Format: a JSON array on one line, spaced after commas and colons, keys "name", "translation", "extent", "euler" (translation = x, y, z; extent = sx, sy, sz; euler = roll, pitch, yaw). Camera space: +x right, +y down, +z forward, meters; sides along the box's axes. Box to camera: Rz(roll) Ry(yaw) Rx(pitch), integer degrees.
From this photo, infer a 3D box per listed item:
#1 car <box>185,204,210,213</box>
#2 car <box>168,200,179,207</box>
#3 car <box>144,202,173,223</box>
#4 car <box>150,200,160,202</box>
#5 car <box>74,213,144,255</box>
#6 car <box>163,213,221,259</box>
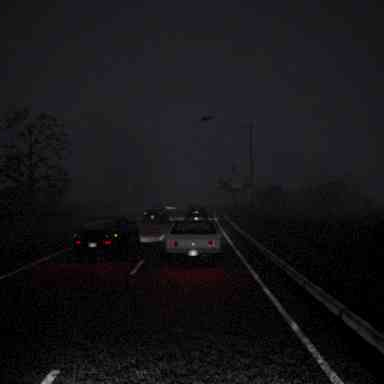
[{"name": "car", "translation": [0.433, 1.812, 28.287], "extent": [1.837, 1.490, 4.892], "euler": [0, 0, 3]}, {"name": "car", "translation": [-3.915, 2.307, 65.847], "extent": [1.895, 1.301, 4.718], "euler": [0, -1, 6]}, {"name": "car", "translation": [-3.047, 1.835, 28.793], "extent": [1.812, 1.442, 4.674], "euler": [0, 0, 3]}, {"name": "car", "translation": [-7.417, 2.253, 66.016], "extent": [2.033, 1.411, 5.357], "euler": [0, -1, 6]}, {"name": "car", "translation": [-3.397, 1.675, 13.834], "extent": [1.812, 1.442, 4.674], "euler": [0, 0, 1]}, {"name": "car", "translation": [0.087, 1.743, 13.148], "extent": [1.895, 1.301, 4.718], "euler": [0, -1, 1]}]
